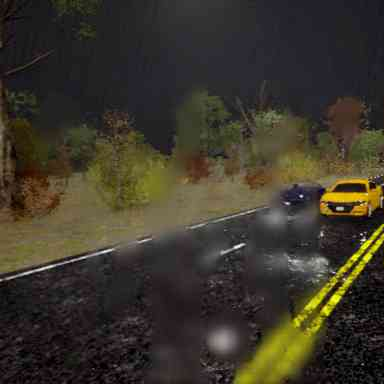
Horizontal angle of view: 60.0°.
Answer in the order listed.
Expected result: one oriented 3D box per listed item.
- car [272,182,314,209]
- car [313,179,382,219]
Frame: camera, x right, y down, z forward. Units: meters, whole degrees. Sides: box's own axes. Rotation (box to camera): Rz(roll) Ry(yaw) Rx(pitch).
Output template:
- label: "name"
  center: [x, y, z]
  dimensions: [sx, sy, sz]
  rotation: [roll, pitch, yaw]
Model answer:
- label: "car"
  center: [6.357, 0.112, 19.296]
  dimensions: [1.895, 1.301, 4.718]
  rotation: [0, 5, 37]
- label: "car"
  center: [7.459, 0.199, 15.371]
  dimensions: [1.882, 1.535, 5.008]
  rotation: [0, 5, 37]
